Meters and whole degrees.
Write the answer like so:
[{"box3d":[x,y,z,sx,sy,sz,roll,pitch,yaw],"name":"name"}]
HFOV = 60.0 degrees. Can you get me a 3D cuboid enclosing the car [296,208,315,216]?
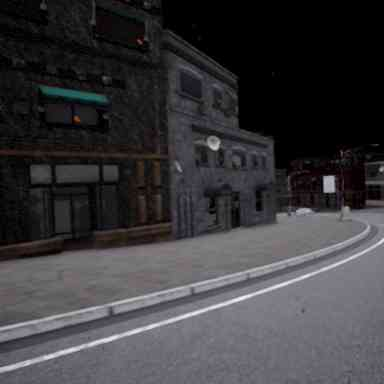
[{"box3d":[20.494,3.630,60.437,1.812,1.442,4.674,-3,-3,-10],"name":"car"}]
